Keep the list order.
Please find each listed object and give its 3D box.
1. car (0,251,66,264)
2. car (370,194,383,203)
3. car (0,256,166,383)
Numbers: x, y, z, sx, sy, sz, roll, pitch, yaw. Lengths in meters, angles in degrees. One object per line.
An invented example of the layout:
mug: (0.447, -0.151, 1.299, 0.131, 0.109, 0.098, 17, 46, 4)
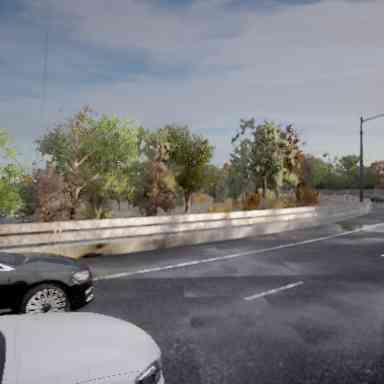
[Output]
car: (-4.101, 1.493, 5.299, 4.902, 1.511, 2.128, 0, 0, -35)
car: (37.479, 1.257, 66.838, 2.097, 1.767, 4.553, 0, 0, 12)
car: (-2.390, 1.526, 2.211, 4.674, 1.442, 1.812, 0, 0, -35)
